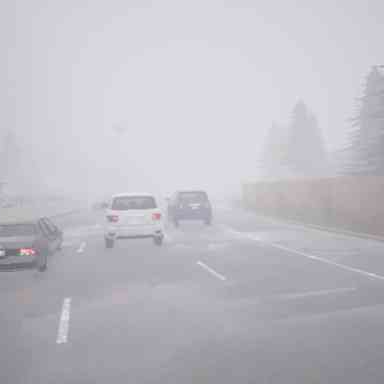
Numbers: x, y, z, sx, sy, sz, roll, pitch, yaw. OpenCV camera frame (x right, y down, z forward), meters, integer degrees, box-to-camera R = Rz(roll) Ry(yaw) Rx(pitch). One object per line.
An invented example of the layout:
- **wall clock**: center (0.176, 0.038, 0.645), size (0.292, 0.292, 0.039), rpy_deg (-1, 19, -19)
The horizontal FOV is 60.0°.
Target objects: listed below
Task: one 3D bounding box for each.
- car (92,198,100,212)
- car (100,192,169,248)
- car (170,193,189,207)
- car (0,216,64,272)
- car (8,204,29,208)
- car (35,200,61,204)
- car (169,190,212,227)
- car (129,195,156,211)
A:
- **car**: center (-8.536, 1.178, 33.458), size (2.033, 1.411, 5.357), rpy_deg (-1, 1, -1)
- **car**: center (-2.617, 1.039, 14.259), size (2.150, 2.045, 5.566), rpy_deg (-1, 1, -14)
- **car**: center (-1.413, 0.908, 39.203), size (1.837, 1.490, 4.892), rpy_deg (-1, 1, 2)
- **car**: center (-5.229, 1.477, 10.314), size (2.033, 1.411, 5.357), rpy_deg (-1, 1, -15)
- **car**: center (-19.149, 1.373, 37.467), size (1.895, 1.301, 4.718), rpy_deg (-1, 1, 1)
- **car**: center (-15.647, 1.269, 37.483), size (1.994, 1.385, 4.181), rpy_deg (-1, 1, 1)
- **car**: center (-0.305, 0.897, 20.499), size (2.150, 2.045, 5.566), rpy_deg (-1, 1, -10)
- **car**: center (-5.054, 1.088, 34.941), size (2.033, 1.411, 5.357), rpy_deg (-1, 1, 0)
